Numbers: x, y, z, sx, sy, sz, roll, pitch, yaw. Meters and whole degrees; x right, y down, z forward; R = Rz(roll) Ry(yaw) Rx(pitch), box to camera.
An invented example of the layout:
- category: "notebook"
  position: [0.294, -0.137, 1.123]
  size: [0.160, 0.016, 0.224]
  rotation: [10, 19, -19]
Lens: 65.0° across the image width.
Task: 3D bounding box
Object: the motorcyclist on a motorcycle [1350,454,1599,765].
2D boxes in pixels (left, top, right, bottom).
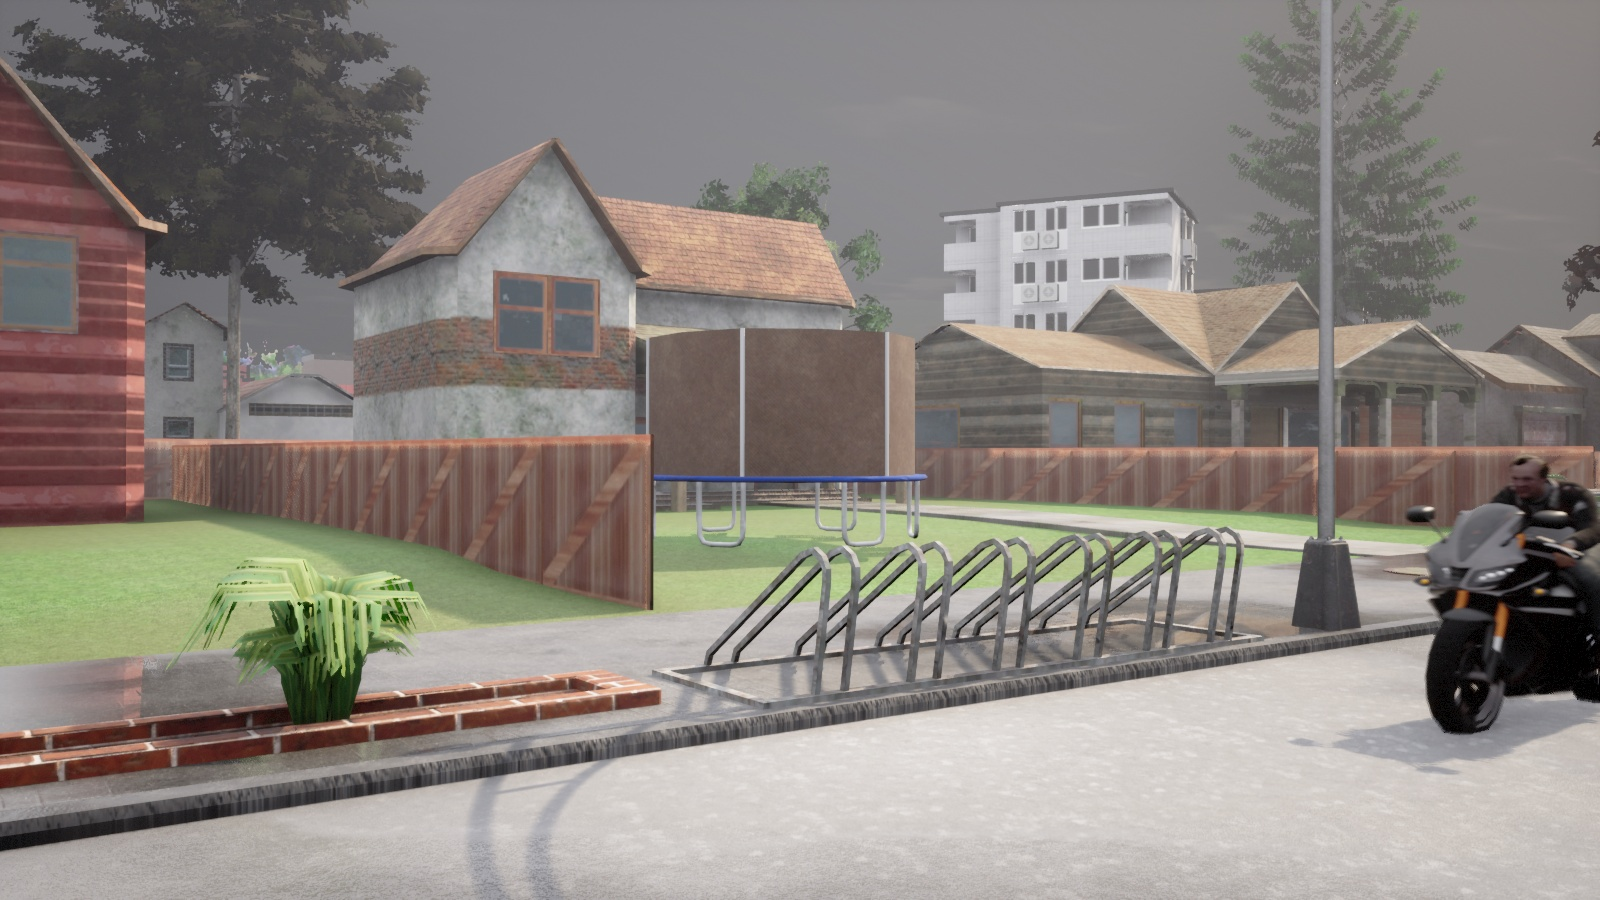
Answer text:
- category: "motorcyclist on a motorcycle"
  position: [4.172, 0.789, 7.174]
  size: [2.191, 1.530, 0.866]
  rotation: [0, 0, -35]
